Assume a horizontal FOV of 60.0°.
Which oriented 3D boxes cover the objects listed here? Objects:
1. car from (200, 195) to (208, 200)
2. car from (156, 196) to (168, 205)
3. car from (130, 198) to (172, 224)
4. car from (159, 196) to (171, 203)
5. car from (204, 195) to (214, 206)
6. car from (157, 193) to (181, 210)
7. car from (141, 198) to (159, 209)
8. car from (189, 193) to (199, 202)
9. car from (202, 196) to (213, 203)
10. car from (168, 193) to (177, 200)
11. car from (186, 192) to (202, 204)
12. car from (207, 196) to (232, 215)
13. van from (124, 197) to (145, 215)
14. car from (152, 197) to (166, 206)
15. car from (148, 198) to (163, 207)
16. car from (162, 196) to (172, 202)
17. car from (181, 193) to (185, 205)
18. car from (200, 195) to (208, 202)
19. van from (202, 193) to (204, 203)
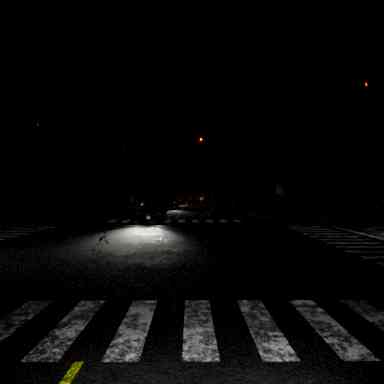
[{"bbox_3d":[3.230,1.556,90.110,1.947,1.339,4.313,0,0,0],"label":"car"},{"bbox_3d":[-5.476,1.526,61.640,1.752,1.417,4.829,0,0,0],"label":"car"},{"bbox_3d":[-2.948,1.492,25.051,2.128,1.511,4.902,0,0,0],"label":"car"},{"bbox_3d":[-5.439,1.565,67.478,1.947,1.339,4.313,0,0,0],"label":"car"},{"bbox_3d":[2.944,1.442,44.756,1.967,1.590,4.097,0,0,0],"label":"car"},{"bbox_3d":[-2.839,1.353,42.158,2.097,1.767,4.553,0,0,0],"label":"car"},{"bbox_3d":[-5.582,1.568,44.806,1.947,1.339,4.313,0,0,0],"label":"car"},{"bbox_3d":[0.459,1.185,73.800,2.097,1.767,4.553,0,0,0],"label":"car"},{"bbox_3d":[3.087,1.550,67.433,2.008,1.369,4.403,0,0,0],"label":"car"},{"bbox_3d":[-5.296,1.305,90.151,2.192,1.841,5.009,0,0,0],"label":"car"},{"bbox_3d":[0.395,1.222,63.440,2.150,2.045,5.566,0,0,0],"label":"car"},{"bbox_3d":[2.872,1.442,33.418,1.967,1.590,4.097,0,0,0],"label":"car"},{"bbox_3d":[-5.653,1.342,33.469,1.690,1.788,3.998,0,0,0],"label":"van"},{"bbox_3d":[-5.511,1.568,56.142,1.947,1.339,4.313,0,0,0],"label":"car"},{"bbox_3d":[-5.546,1.584,50.474,1.802,1.307,4.206,0,0,0],"label":"car"},{"bbox_3d":[-5.403,1.542,73.146,1.887,1.381,4.507,0,0,0],"label":"car"},{"bbox_3d":[-2.706,1.479,59.027,1.882,1.535,5.008,0,0,1],"label":"car"},{"bbox_3d":[2.846,1.452,79.604,1.801,1.575,5.366,0,0,0],"label":"car"},{"bbox_3d":[3.015,1.343,56.094,1.690,1.788,3.998,0,0,0],"label":"van"}]
